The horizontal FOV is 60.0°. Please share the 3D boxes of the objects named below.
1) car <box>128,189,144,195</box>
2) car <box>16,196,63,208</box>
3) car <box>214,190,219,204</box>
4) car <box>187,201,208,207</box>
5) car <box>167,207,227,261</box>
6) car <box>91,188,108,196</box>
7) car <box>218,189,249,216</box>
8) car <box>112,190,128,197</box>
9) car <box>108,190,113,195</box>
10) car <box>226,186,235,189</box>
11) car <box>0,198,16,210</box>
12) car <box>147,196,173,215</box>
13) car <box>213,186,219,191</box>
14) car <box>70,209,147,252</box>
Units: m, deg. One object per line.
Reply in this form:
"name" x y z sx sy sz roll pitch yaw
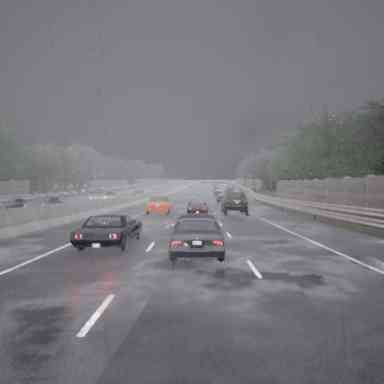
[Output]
"car" -11.787 0.137 71.902 2.097 1.767 4.553 0 2 3
"car" -13.663 1.192 30.639 2.097 1.767 4.553 0 1 2
"car" 4.614 0.918 50.301 1.837 1.490 4.892 0 2 3
"car" 0.529 1.438 30.764 1.895 1.301 4.718 0 1 2
"car" 0.175 1.518 12.152 2.033 1.411 5.357 0 0 1
"car" -21.451 -0.170 75.672 2.033 1.411 5.357 0 2 0
"car" 3.906 0.970 30.863 2.150 2.045 5.566 0 1 2
"car" -15.258 0.349 72.476 1.895 1.301 4.718 0 2 3
"car" -18.479 0.136 77.202 1.895 1.301 4.718 0 2 3
"car" 9.948 -0.581 85.607 2.150 2.045 5.566 0 2 5
"car" -17.150 1.338 31.214 1.837 1.490 4.892 0 1 2
"car" -2.953 1.182 31.334 2.097 1.767 4.553 0 1 1
"car" 5.930 0.123 74.974 1.882 1.535 5.008 0 2 3
"car" -3.303 1.563 13.797 1.895 1.301 4.718 0 0 1
